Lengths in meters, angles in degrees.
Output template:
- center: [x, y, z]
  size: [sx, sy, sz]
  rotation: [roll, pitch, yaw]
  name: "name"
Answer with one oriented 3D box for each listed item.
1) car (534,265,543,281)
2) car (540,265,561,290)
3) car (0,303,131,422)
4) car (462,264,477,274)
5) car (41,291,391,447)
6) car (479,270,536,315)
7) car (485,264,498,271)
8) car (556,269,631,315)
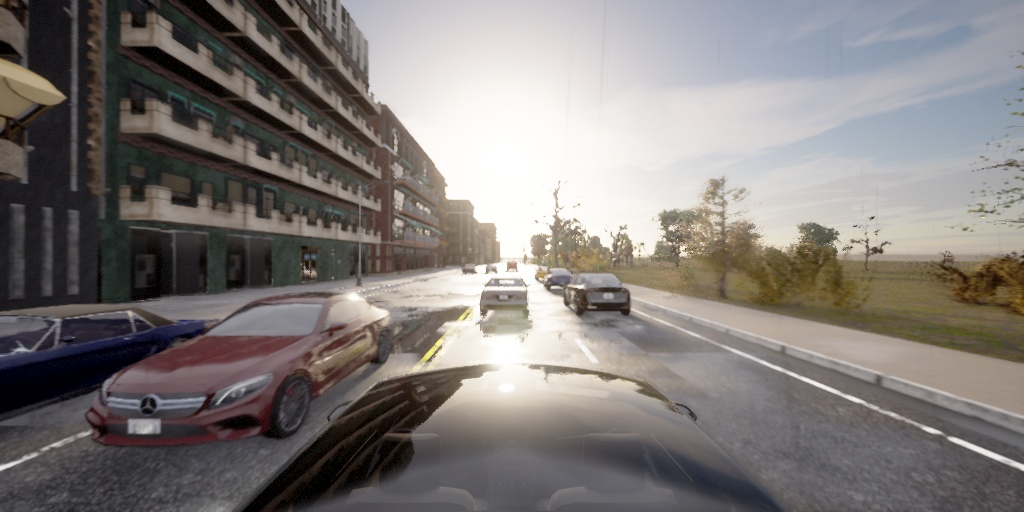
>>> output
- center: [3.274, 1.680, 36.596]
  size: [1.801, 1.575, 5.366]
  rotation: [0, -1, 0]
  name: "car"
- center: [3.266, 1.596, 25.406]
  size: [1.812, 1.442, 4.674]
  rotation: [0, -1, 0]
  name: "car"
- center: [-6.600, 1.392, 4.814]
  size: [1.895, 1.301, 4.718]
  rotation: [0, -1, 0]
  name: "car"
- center: [-6.508, 1.959, 55.210]
  size: [1.882, 1.535, 5.008]
  rotation: [0, -1, 1]
  name: "car"
- center: [-3.349, 1.328, 5.600]
  size: [1.812, 1.442, 4.674]
  rotation: [0, -1, 0]
  name: "car"
- center: [-0.211, 1.471, 14.595]
  size: [2.033, 1.411, 5.357]
  rotation: [0, -1, 2]
  name: "car"
- center: [-3.244, 1.995, 56.693]
  size: [2.128, 1.511, 4.902]
  rotation: [0, -1, 1]
  name: "car"
- center: [3.258, 1.426, 14.436]
  size: [2.163, 1.488, 4.792]
  rotation: [0, -1, 0]
  name: "car"
